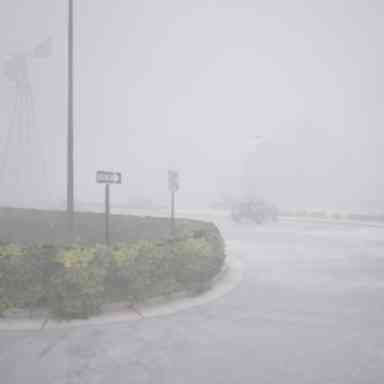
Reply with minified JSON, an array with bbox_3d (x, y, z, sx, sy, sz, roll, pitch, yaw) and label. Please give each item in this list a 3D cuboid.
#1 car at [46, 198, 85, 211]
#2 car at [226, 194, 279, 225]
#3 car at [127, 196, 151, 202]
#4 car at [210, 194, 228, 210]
[{"bbox_3d":[-13.892,1.378,36.689,1.784,1.438,3.905,0,0,35],"label":"car"},{"bbox_3d":[4.594,1.267,23.896,1.932,1.855,4.605,0,0,35],"label":"car"},{"bbox_3d":[-7.461,1.358,47.896,1.816,1.474,4.193,0,0,35],"label":"car"},{"bbox_3d":[3.891,1.225,40.599,1.905,1.878,3.866,0,0,35],"label":"car"}]
